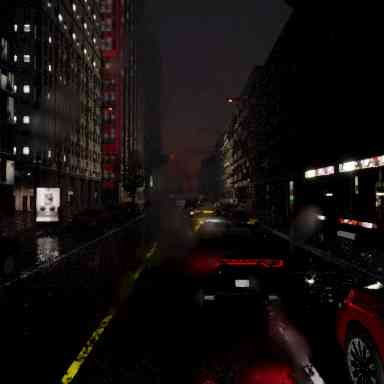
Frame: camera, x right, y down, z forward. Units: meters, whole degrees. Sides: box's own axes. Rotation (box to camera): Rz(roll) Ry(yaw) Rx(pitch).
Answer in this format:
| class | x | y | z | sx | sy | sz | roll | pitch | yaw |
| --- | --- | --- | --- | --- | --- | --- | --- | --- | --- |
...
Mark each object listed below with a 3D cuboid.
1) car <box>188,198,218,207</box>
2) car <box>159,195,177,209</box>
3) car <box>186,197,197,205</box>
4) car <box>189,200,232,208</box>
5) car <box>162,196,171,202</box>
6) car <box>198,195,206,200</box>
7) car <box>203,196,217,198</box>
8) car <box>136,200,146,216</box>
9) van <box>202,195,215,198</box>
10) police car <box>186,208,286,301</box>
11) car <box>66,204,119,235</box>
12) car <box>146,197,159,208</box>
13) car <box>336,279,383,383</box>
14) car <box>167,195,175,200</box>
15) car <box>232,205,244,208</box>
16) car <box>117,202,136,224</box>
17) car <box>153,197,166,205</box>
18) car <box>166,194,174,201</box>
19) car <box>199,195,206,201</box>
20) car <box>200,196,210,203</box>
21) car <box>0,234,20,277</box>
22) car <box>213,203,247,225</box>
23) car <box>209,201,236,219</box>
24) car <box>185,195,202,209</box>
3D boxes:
| class | x | y | z | sx | sy | sz | roll | pitch | yaw |
| --- | --- | --- | --- | --- | --- | --- | --- | --- | --- |
| car | 0.809 | 1.454 | 24.600 | 1.801 | 1.575 | 5.366 | 0 | 0 | 0 |
| car | -3.011 | 1.512 | 44.819 | 1.812 | 1.442 | 4.674 | 0 | 0 | 0 |
| car | -0.017 | 1.576 | 60.036 | 1.895 | 1.301 | 4.718 | 0 | 0 | 0 |
| car | 0.894 | 1.455 | 18.602 | 1.801 | 1.575 | 5.366 | 0 | 0 | 0 |
| car | -5.701 | 1.541 | 75.414 | 1.802 | 1.307 | 4.206 | 1 | 0 | 0 |
| car | 2.676 | 1.488 | 92.352 | 2.008 | 1.369 | 4.403 | 1 | 0 | 0 |
| car | 2.688 | 1.554 | 41.442 | 1.947 | 1.339 | 4.313 | 1 | 0 | 0 |
| car | -5.689 | 1.561 | 30.160 | 1.947 | 1.339 | 4.313 | 1 | 0 | 0 |
| van | 2.690 | 1.326 | 47.099 | 1.690 | 1.788 | 3.998 | 1 | 0 | 0 |
| police car | 0.897 | 1.426 | 8.521 | 1.930 | 1.638 | 5.238 | 0 | 0 | 0 |
| car | -5.687 | 1.582 | 18.846 | 1.802 | 1.307 | 4.206 | 1 | 0 | 0 |
| car | -5.692 | 1.425 | 47.132 | 1.967 | 1.590 | 4.097 | 1 | 0 | 0 |
| car | 2.702 | 1.316 | 1.845 | 2.192 | 1.841 | 5.009 | 1 | 0 | 0 |
| car | -5.704 | 1.503 | 92.385 | 1.947 | 1.339 | 4.313 | 1 | 0 | 0 |
| car | 2.695 | 1.525 | 18.985 | 1.752 | 1.417 | 4.829 | 1 | 0 | 0 |
| car | -5.687 | 1.543 | 24.503 | 1.887 | 1.381 | 4.507 | 1 | 0 | 0 |
| car | -5.696 | 1.558 | 58.445 | 1.802 | 1.307 | 4.206 | 1 | 0 | 0 |
| car | -5.701 | 1.385 | 86.729 | 1.967 | 1.590 | 4.097 | 1 | 0 | 0 |
| car | 2.677 | 1.527 | 86.695 | 1.802 | 1.307 | 4.206 | 1 | 0 | 0 |
| car | 2.681 | 1.547 | 69.725 | 1.802 | 1.307 | 4.206 | 1 | 0 | 0 |
| car | -5.683 | 1.546 | 7.533 | 1.887 | 1.381 | 4.507 | 1 | 0 | 0 |
| car | 2.693 | 1.564 | 24.471 | 1.947 | 1.339 | 4.313 | 1 | 0 | 0 |
| car | 2.692 | 1.546 | 30.128 | 2.008 | 1.369 | 4.403 | 1 | 0 | 0 |
| car | -0.006 | 1.463 | 45.875 | 1.882 | 1.535 | 5.008 | 0 | 0 | 0 |
